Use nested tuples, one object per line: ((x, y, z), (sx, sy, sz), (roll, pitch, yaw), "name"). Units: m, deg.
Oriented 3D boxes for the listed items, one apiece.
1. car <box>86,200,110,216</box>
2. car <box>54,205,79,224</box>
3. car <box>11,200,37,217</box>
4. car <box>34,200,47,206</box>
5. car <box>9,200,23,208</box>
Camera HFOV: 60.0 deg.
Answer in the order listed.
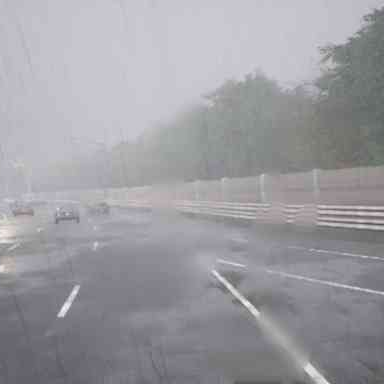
((-10.136, 1.657, 35.609), (2.128, 1.511, 4.902), (-2, 0, -26), "car")
((-10.370, 1.765, 27.571), (2.033, 1.411, 5.357), (-2, 0, -22), "car")
((-19.590, 2.048, 38.659), (1.994, 1.385, 4.181), (-2, 0, -29), "car")
((-29.649, 2.114, 63.733), (4.718, 1.301, 1.895), (-2, 0, 44), "car")
((-32.193, 2.162, 61.331), (4.902, 1.511, 2.128), (-2, 0, 44), "car")
